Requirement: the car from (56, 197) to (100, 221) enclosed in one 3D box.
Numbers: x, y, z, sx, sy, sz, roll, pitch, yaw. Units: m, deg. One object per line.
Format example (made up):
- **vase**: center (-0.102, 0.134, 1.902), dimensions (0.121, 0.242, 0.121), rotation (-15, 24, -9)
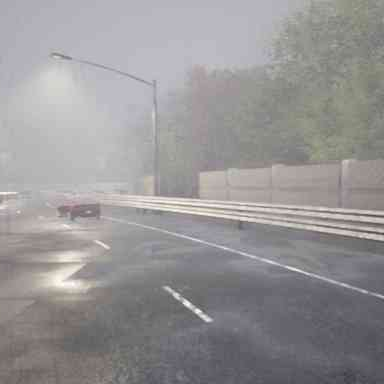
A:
- **car**: center (-8.019, 1.103, 23.217), dimensions (1.882, 1.535, 5.008), rotation (-1, 1, -35)
